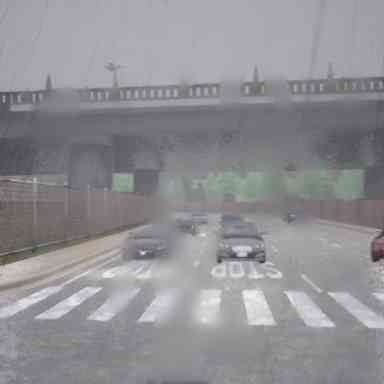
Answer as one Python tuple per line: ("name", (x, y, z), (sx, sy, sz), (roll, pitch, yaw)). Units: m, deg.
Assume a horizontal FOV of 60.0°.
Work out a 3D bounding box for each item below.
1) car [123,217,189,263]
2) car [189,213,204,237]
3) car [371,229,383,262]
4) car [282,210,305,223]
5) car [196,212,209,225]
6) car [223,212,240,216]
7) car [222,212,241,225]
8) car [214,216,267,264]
("car", (-1.494, 2.055, 14.460), (1.837, 1.490, 4.892), (-1, -2, 7))
("car", (-0.458, 2.488, 24.266), (1.895, 1.301, 4.718), (-1, -2, 6))
("car", (8.582, 2.032, 13.588), (1.994, 1.385, 4.181), (-1, -2, 34))
("car", (11.642, 2.796, 38.329), (2.128, 1.511, 4.902), (-1, -2, 6))
("car", (0.798, 2.916, 36.716), (1.895, 1.301, 4.718), (-1, -2, 6))
("car", (3.041, 2.402, 24.047), (2.033, 1.411, 5.357), (-1, -2, 6))
("car", (4.390, 2.920, 37.566), (1.895, 1.301, 4.718), (-1, -2, 5))
("car", (2.011, 2.004, 14.079), (2.128, 1.511, 4.902), (-1, -2, 6))
